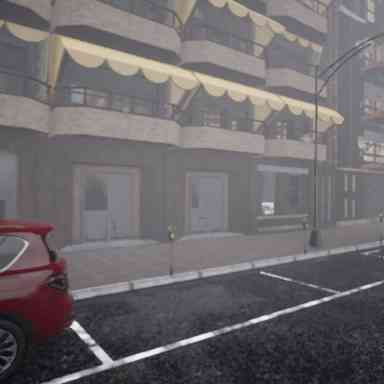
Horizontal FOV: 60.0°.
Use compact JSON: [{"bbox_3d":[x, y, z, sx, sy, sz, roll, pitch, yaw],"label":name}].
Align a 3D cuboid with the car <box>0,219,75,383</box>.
[{"bbox_3d":[-3.937,1.304,3.750,5.009,1.841,2.192,1,0,-36],"label":"car"}]
